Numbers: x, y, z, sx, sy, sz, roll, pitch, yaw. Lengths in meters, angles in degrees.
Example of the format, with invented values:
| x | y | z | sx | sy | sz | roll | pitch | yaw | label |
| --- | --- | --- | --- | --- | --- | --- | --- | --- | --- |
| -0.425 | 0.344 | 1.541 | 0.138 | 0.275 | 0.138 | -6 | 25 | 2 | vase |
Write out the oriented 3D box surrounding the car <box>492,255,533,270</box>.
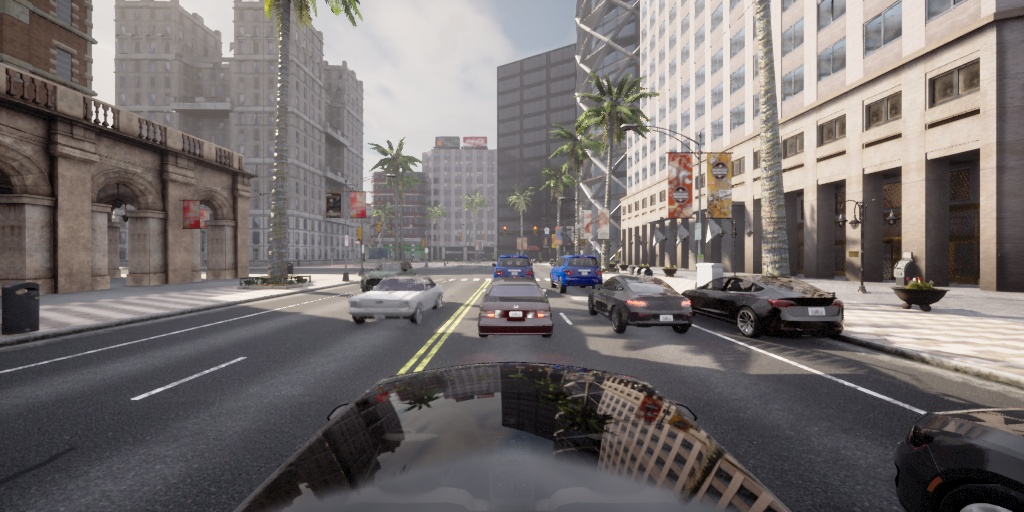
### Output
| x | y | z | sx | sy | sz | roll | pitch | yaw | label |
| --- | --- | --- | --- | --- | --- | --- | --- | --- | --- |
| 0.048 | 0.971 | 20.455 | 2.150 | 2.045 | 5.566 | 0 | 0 | -2 | car |

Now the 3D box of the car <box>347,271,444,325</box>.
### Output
| x | y | z | sx | sy | sz | roll | pitch | yaw | label |
| --- | --- | --- | --- | --- | --- | --- | --- | --- | --- |
| -3.622 | 1.351 | 12.008 | 1.895 | 1.301 | 4.718 | 0 | 0 | 0 | car |

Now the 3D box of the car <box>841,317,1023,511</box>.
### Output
| x | y | z | sx | sy | sz | roll | pitch | yaw | label |
| --- | --- | --- | --- | --- | --- | --- | --- | --- | --- |
| 3.600 | 1.255 | 0.450 | 1.837 | 1.490 | 4.892 | 0 | 0 | 0 | car |

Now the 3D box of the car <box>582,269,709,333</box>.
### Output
| x | y | z | sx | sy | sz | roll | pitch | yaw | label |
| --- | --- | --- | --- | --- | --- | --- | --- | --- | --- |
| 3.564 | 1.276 | 10.625 | 1.812 | 1.442 | 4.674 | 0 | 0 | -1 | car |

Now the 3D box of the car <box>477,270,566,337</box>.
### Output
| x | y | z | sx | sy | sz | roll | pitch | yaw | label |
| --- | --- | --- | --- | --- | --- | --- | --- | --- | --- |
| 0.070 | 1.297 | 10.235 | 2.033 | 1.411 | 5.357 | 0 | 0 | 0 | car |

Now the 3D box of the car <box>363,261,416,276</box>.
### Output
| x | y | z | sx | sy | sz | roll | pitch | yaw | label |
| --- | --- | --- | --- | --- | --- | --- | --- | --- | --- |
| -7.105 | 1.101 | 21.117 | 2.097 | 1.767 | 4.553 | 0 | 0 | 0 | car |

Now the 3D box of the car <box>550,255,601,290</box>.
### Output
| x | y | z | sx | sy | sz | roll | pitch | yaw | label |
| --- | --- | --- | --- | --- | --- | --- | --- | --- | --- |
| 3.547 | 0.971 | 20.589 | 2.150 | 2.045 | 5.566 | 0 | 0 | -2 | car |
